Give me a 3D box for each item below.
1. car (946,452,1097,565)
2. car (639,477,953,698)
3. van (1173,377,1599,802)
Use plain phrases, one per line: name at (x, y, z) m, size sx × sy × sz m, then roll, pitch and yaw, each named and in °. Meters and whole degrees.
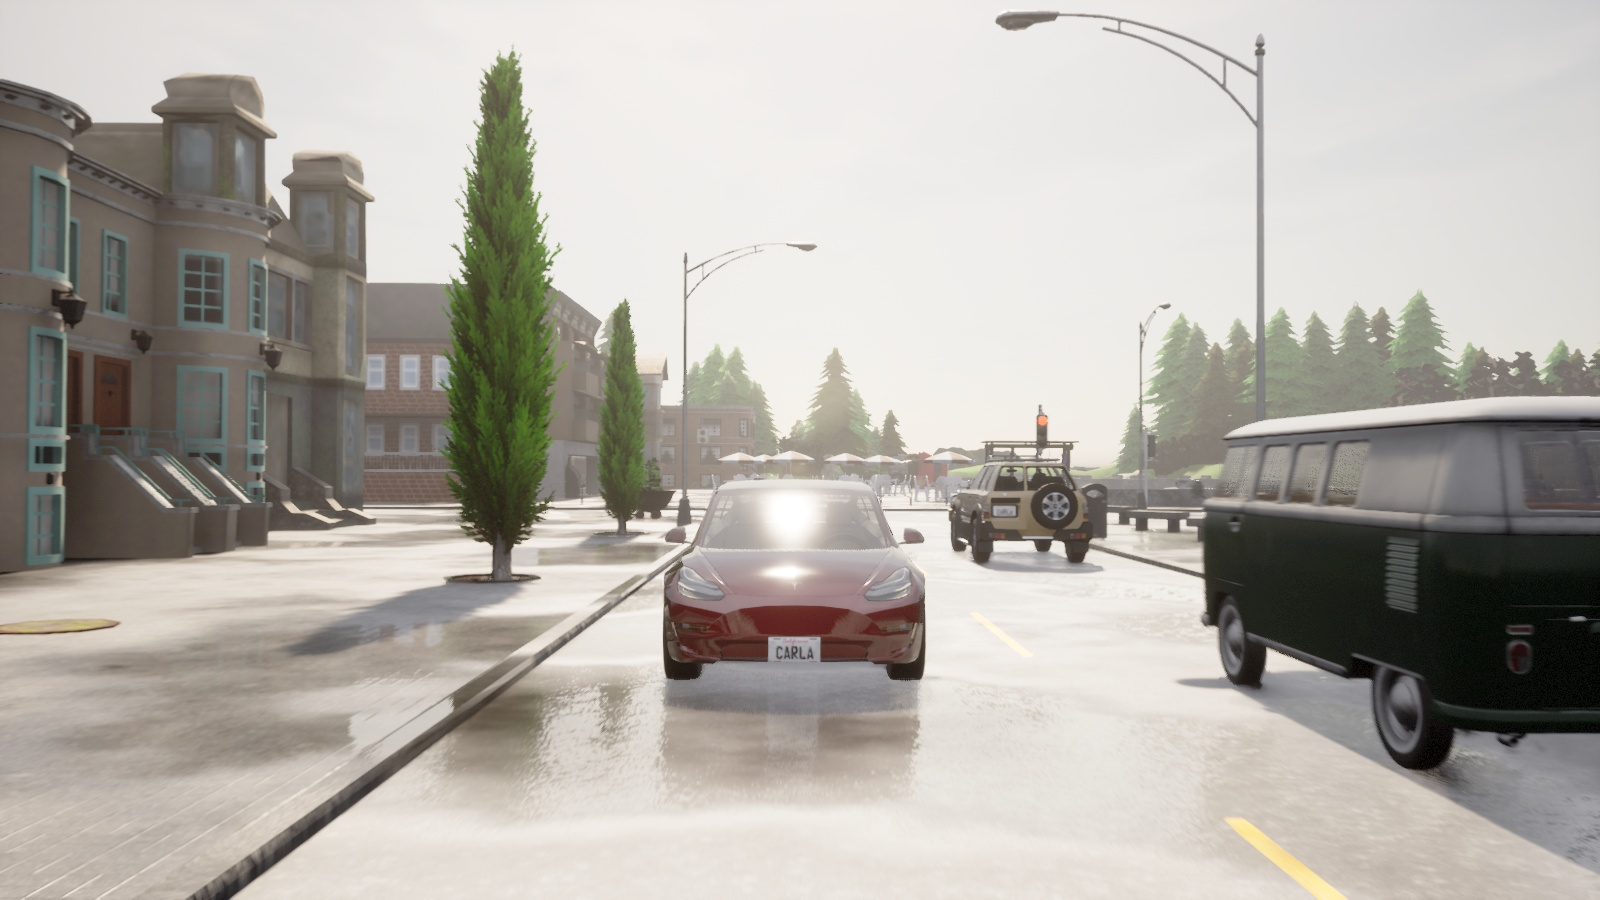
car at (3.928, 1.001, 23.043) m, size 1.932 × 1.855 × 4.605 m, roll 0°, pitch -1°, yaw 0°
car at (-0.037, 1.000, 11.075) m, size 2.163 × 1.488 × 4.792 m, roll 0°, pitch -1°, yaw 0°
van at (3.971, 0.687, 8.124) m, size 1.775 × 1.987 × 4.442 m, roll 0°, pitch -1°, yaw 0°
